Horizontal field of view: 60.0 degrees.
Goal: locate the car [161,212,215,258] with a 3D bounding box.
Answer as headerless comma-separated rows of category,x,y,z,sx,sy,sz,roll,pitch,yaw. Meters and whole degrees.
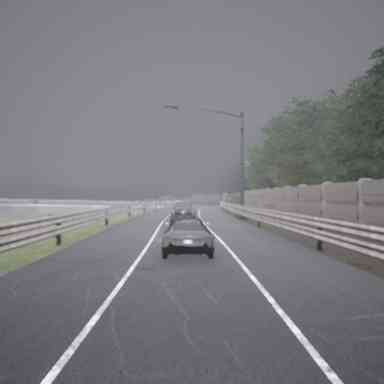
car,-0.179,1.724,13.564,1.994,1.385,4.181,0,-1,-1

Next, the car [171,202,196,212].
car,-0.727,1.681,28.653,2.097,1.767,4.553,0,-1,-1
